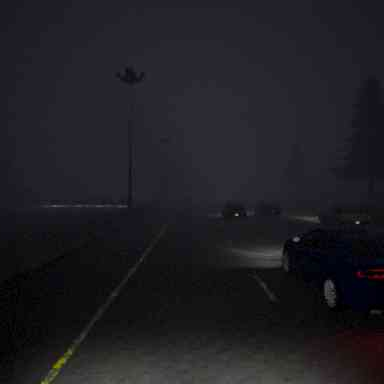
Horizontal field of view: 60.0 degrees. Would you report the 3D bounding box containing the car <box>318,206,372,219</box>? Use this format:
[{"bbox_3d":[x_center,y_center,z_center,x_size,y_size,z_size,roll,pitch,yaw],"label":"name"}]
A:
[{"bbox_3d":[10.605,1.675,23.508,1.895,1.301,4.718,0,0,0],"label":"car"}]

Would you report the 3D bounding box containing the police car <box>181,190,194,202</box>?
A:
[{"bbox_3d":[-1.037,1.043,64.189,1.930,1.638,5.238,0,1,0],"label":"police car"}]

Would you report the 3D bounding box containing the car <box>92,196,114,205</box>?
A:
[{"bbox_3d":[-14.015,1.354,53.809,2.033,1.411,5.357,0,1,1],"label":"car"}]

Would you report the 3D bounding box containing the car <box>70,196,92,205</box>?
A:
[{"bbox_3d":[-17.511,1.349,54.165,2.033,1.411,5.357,0,1,1],"label":"car"}]

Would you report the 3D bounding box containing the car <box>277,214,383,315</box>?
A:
[{"bbox_3d":[3.601,1.530,7.826,1.882,1.535,5.008,0,0,0],"label":"car"}]

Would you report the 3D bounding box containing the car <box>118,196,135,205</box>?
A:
[{"bbox_3d":[-10.518,1.352,53.858,2.033,1.411,5.357,0,1,1],"label":"car"}]

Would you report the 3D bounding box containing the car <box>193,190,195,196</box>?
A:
[{"bbox_3d":[-1.035,0.777,74.067,2.097,1.767,4.553,0,1,0],"label":"car"}]

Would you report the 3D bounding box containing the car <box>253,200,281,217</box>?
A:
[{"bbox_3d":[7.107,1.519,31.868,1.882,1.535,5.008,0,0,0],"label":"car"}]

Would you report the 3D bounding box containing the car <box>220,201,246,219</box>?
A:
[{"bbox_3d":[3.607,1.563,29.360,1.837,1.490,4.892,0,1,0],"label":"car"}]

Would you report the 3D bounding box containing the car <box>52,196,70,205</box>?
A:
[{"bbox_3d":[-21.022,1.371,53.769,1.994,1.385,4.181,0,1,1],"label":"car"}]
